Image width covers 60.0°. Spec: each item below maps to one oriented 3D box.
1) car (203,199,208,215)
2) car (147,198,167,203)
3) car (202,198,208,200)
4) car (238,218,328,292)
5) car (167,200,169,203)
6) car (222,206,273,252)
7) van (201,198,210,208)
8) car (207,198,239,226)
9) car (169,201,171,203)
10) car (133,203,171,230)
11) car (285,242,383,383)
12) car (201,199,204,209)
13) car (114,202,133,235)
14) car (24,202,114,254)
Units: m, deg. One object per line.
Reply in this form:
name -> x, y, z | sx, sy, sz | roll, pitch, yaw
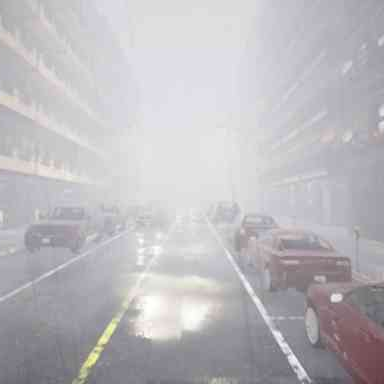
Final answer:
car -> 2.580, 1.849, 36.622 | 1.967, 1.590, 4.097 | 1, -1, 0
car -> -5.255, 1.862, 47.746 | 2.192, 1.841, 5.009 | 1, -1, 0
car -> 2.600, 2.008, 58.747 | 2.192, 1.841, 5.009 | 1, -1, 0
car -> 2.591, 1.641, 8.965 | 1.887, 1.381, 4.507 | 1, -1, 0
car -> -5.256, 2.163, 53.274 | 1.887, 1.381, 4.507 | 1, -1, 0
car -> 2.605, 1.596, 14.498 | 1.967, 1.590, 4.097 | 1, -1, 0
van -> 2.603, 2.109, 64.278 | 1.690, 1.788, 3.998 | 1, -1, 0
car -> 2.575, 1.594, 25.560 | 2.192, 1.841, 5.009 | 1, -1, 0
car -> -5.244, 2.428, 69.866 | 1.802, 1.307, 4.206 | 1, -1, 0
car -> -2.732, 1.742, 23.042 | 2.128, 1.511, 4.902 | 0, -1, 0
car -> 2.586, 1.582, 3.436 | 1.887, 1.381, 4.507 | 1, -1, 0
car -> 2.586, 2.129, 47.682 | 1.802, 1.307, 4.206 | 1, -1, 0
car -> -5.275, 1.532, 20.096 | 2.192, 1.841, 5.009 | 1, -1, 0
car -> -5.280, 1.471, 14.566 | 2.192, 1.841, 5.009 | 1, -1, 0
